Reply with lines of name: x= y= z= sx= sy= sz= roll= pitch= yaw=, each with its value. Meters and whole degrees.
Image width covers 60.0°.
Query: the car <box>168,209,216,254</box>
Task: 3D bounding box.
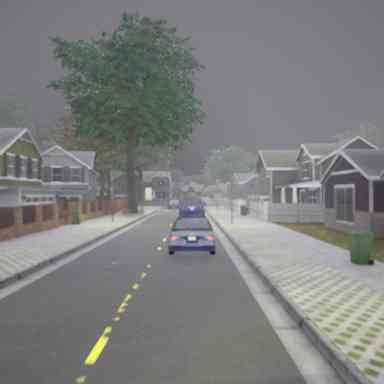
car: x=0.000 y=1.672 z=13.985 sx=2.033 sy=1.411 sz=5.357 roll=0 pitch=0 yaw=0

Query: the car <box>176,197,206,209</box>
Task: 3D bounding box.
car: x=0.001 y=1.455 z=29.021 sx=2.150 sy=2.045 sz=5.566 roll=0 pitch=0 yaw=0

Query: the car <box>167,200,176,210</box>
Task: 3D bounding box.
car: x=-2.755 y=1.927 z=51.341 sx=1.812 sy=1.442 sz=4.674 roll=0 pitch=-1 yaw=0
